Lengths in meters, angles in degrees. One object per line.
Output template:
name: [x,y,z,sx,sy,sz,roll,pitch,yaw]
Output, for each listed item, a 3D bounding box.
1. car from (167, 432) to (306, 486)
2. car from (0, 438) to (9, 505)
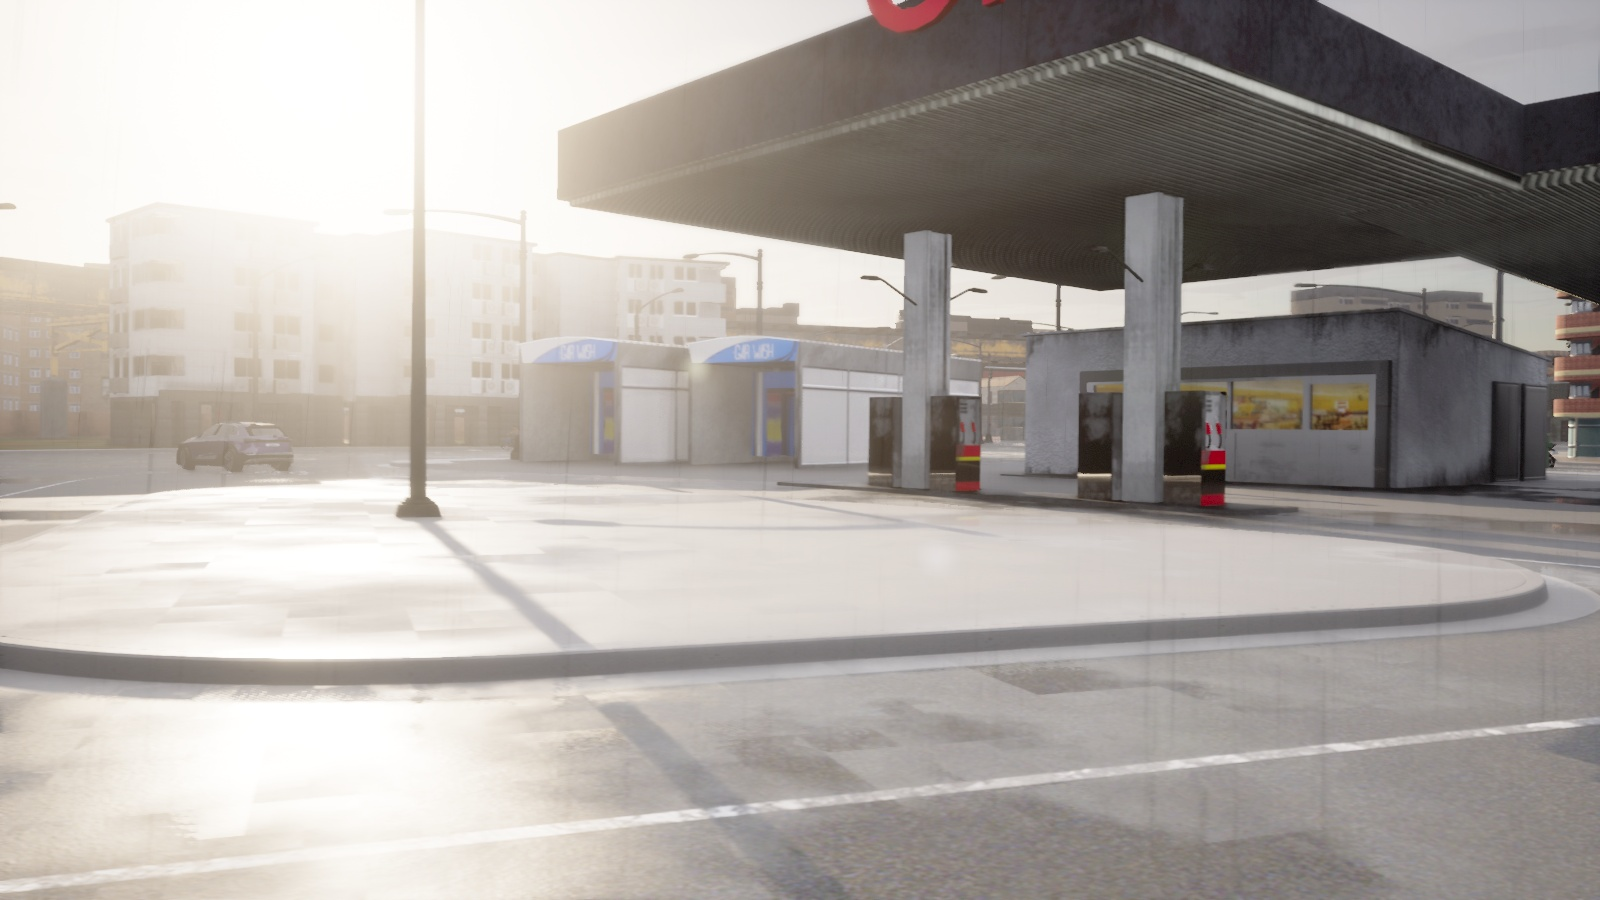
car: [-18.471,0.263,41.090,4.856,1.649,2.033,0,2,37]
car: [-18.607,0.523,26.822,2.007,1.525,4.514,-1,1,-20]
